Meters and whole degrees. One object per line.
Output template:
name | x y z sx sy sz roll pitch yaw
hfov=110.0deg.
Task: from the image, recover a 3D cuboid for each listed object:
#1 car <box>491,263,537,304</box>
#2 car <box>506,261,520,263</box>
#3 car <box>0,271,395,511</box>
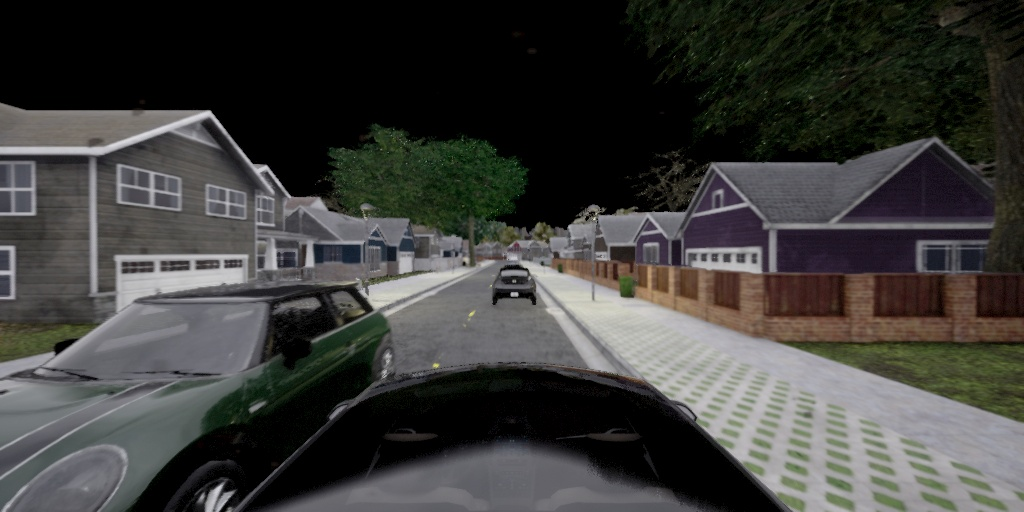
car | 0.097 1.236 16.249 1.837 1.490 4.892 0 0 0
car | 0.093 1.187 34.308 2.128 1.511 4.902 0 0 0
car | -2.818 1.099 3.516 2.097 1.767 4.553 0 0 0
